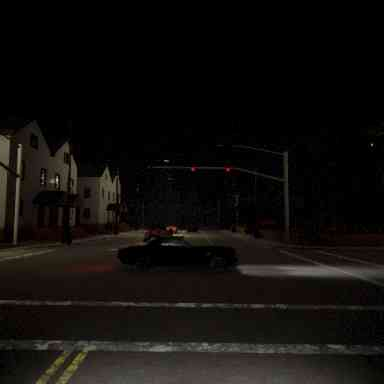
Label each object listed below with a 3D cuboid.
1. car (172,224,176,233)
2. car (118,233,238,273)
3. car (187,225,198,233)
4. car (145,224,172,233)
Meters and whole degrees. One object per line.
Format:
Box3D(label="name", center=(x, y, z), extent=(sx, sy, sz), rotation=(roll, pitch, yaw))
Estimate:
Box3D(label="car", center=(-3.512, 5.176, 43.427), extent=(1.994, 1.385, 4.181), rotation=(0, -5, 0))
Box3D(label="car", center=(-0.506, 2.507, 13.660), extent=(4.718, 1.301, 1.895), rotation=(1, -5, 1))
Box3D(label="car", center=(0.097, 6.472, 57.910), extent=(2.033, 1.411, 5.357), rotation=(0, -5, 0))
Box3D(label="car", center=(-3.529, 4.074, 33.505), extent=(2.097, 1.767, 4.553), rotation=(0, -5, 0))
